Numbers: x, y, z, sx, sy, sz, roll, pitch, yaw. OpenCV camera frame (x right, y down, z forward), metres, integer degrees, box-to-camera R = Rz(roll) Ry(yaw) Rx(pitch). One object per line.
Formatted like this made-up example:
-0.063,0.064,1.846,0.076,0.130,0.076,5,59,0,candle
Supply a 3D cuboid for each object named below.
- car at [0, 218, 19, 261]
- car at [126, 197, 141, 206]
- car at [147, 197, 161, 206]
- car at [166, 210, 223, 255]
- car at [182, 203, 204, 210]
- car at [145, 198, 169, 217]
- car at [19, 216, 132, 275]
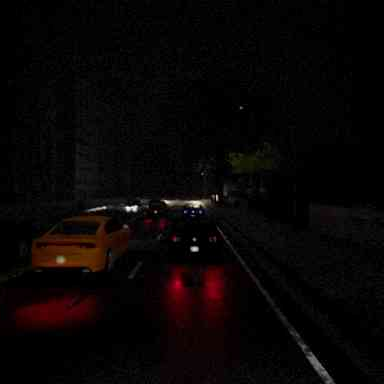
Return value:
-6.603,1.483,9.657,1.882,1.535,5.008,0,0,0,car
-9.818,1.580,55.917,2.128,1.511,4.902,0,0,0,car
-6.555,1.658,57.526,1.994,1.385,4.181,0,0,1,car
0.092,1.611,13.297,1.895,1.301,4.718,0,0,0,car
0.088,1.633,28.723,1.895,1.301,4.718,0,0,0,car
-3.161,1.562,31.359,1.812,1.442,4.674,0,0,0,car
-3.163,1.484,10.508,1.882,1.535,5.008,0,0,0,car
